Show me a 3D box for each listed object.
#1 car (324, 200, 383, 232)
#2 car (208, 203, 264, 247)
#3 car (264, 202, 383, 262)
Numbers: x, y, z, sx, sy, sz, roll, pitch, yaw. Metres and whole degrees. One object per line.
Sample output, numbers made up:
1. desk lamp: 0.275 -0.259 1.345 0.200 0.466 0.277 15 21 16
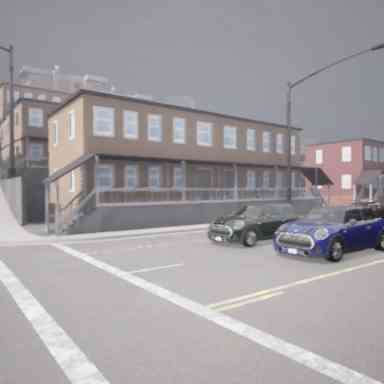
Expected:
1. car: 10.333 1.342 19.950 4.902 1.511 2.128 -1 0 -36
2. car: 2.881 1.271 14.634 4.553 1.767 2.097 -1 0 -35
3. car: 5.018 1.270 11.859 4.553 1.767 2.097 -1 0 -35
